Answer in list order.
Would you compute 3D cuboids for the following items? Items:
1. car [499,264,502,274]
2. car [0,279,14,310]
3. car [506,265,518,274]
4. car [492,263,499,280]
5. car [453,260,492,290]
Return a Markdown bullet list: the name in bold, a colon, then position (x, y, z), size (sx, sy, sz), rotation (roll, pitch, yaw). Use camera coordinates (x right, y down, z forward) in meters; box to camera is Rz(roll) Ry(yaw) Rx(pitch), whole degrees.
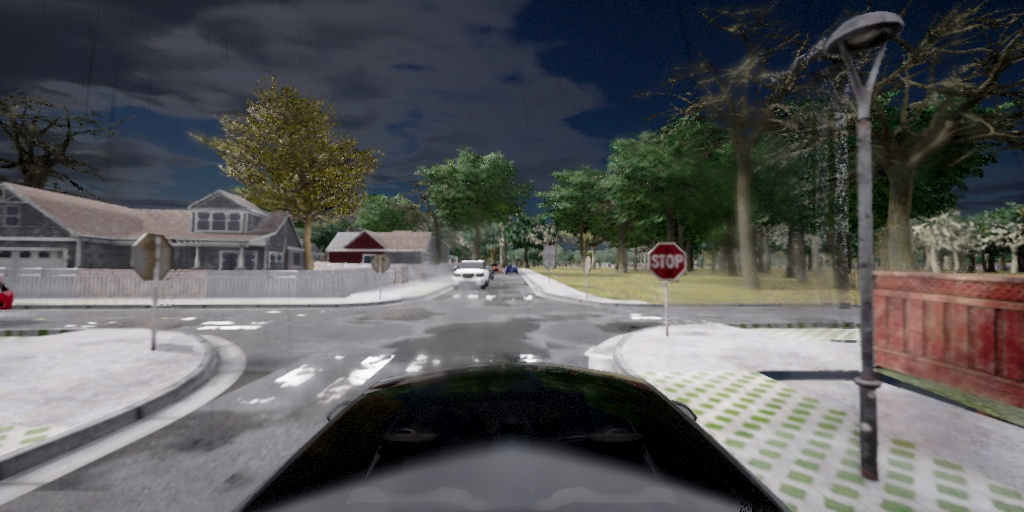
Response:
- **car**: position (-2.790, 2.018, 60.040), size (2.097, 1.767, 4.553), rotation (0, -1, 0)
- **car**: position (-16.867, 0.788, 9.097), size (5.566, 2.045, 2.150), rotation (1, -3, -9)
- **car**: position (-0.023, 2.086, 56.751), size (1.882, 1.535, 5.008), rotation (0, -1, 0)
- **car**: position (-2.860, 1.775, 38.319), size (2.128, 1.511, 4.902), rotation (0, 0, 0)
- **car**: position (-2.856, 1.312, 26.048), size (2.150, 2.045, 5.566), rotation (0, -1, 0)
